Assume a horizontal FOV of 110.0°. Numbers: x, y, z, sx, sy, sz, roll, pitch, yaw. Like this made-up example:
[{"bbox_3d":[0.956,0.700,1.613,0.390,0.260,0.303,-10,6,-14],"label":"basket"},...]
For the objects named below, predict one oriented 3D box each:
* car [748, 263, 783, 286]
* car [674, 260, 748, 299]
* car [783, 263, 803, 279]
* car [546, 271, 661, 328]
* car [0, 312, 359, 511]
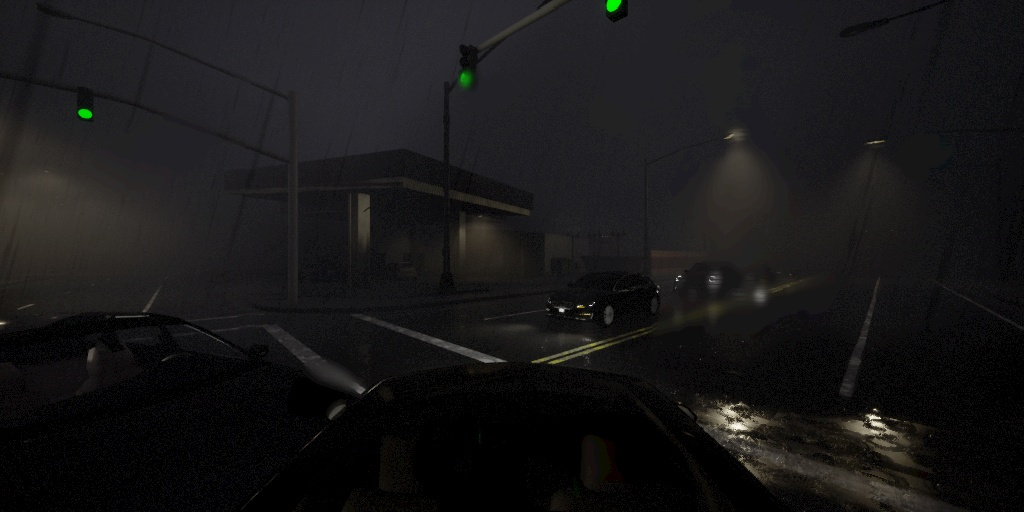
[{"bbox_3d":[17.157,1.314,25.102,4.181,1.385,1.994,0,0,-45],"label":"car"},{"bbox_3d":[10.092,1.102,18.333,4.553,1.767,2.097,0,0,-44],"label":"car"},{"bbox_3d":[24.432,1.314,32.009,4.181,1.385,1.994,0,0,-43],"label":"car"},{"bbox_3d":[3.115,1.255,11.627,4.892,1.490,1.837,0,0,-44],"label":"car"},{"bbox_3d":[-3.368,1.242,2.739,4.902,1.511,2.128,0,0,16],"label":"car"}]
